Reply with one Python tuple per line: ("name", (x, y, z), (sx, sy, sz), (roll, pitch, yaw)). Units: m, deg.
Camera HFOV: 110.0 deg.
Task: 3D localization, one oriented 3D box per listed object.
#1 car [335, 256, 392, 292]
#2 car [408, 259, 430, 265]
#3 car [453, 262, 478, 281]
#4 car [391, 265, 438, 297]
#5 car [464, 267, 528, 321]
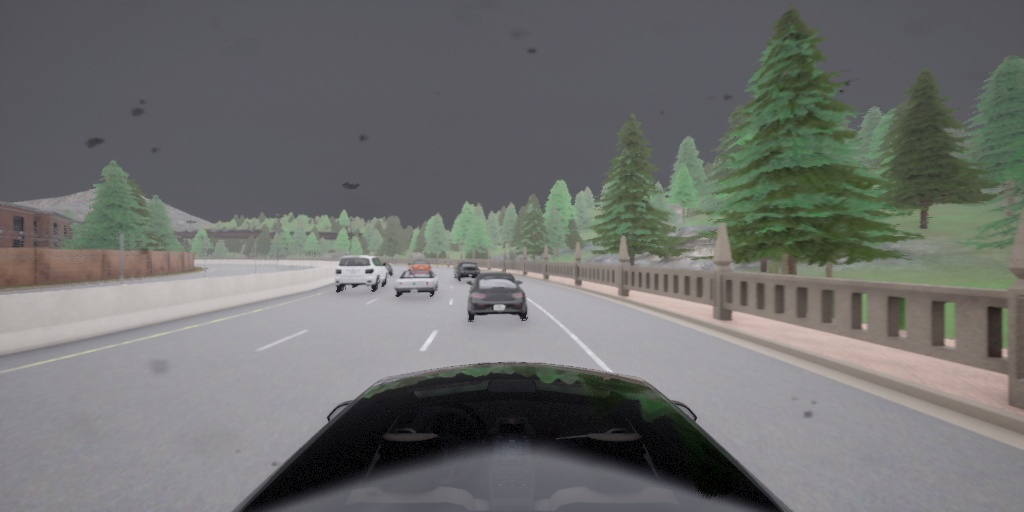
("car", (-8.997, 0.998, 21.768), (2.150, 2.045, 5.566), (0, 0, -11))
("car", (-9.388, 1.140, 36.332), (2.097, 1.767, 4.553), (0, 0, -19))
("car", (-3.828, 1.281, 30.190), (1.837, 1.490, 4.892), (0, 0, -14))
("car", (-4.964, 1.370, 19.160), (1.895, 1.301, 4.718), (0, 0, -9))
("car", (-0.580, 1.284, 12.373), (1.812, 1.442, 4.674), (0, 0, -6))
